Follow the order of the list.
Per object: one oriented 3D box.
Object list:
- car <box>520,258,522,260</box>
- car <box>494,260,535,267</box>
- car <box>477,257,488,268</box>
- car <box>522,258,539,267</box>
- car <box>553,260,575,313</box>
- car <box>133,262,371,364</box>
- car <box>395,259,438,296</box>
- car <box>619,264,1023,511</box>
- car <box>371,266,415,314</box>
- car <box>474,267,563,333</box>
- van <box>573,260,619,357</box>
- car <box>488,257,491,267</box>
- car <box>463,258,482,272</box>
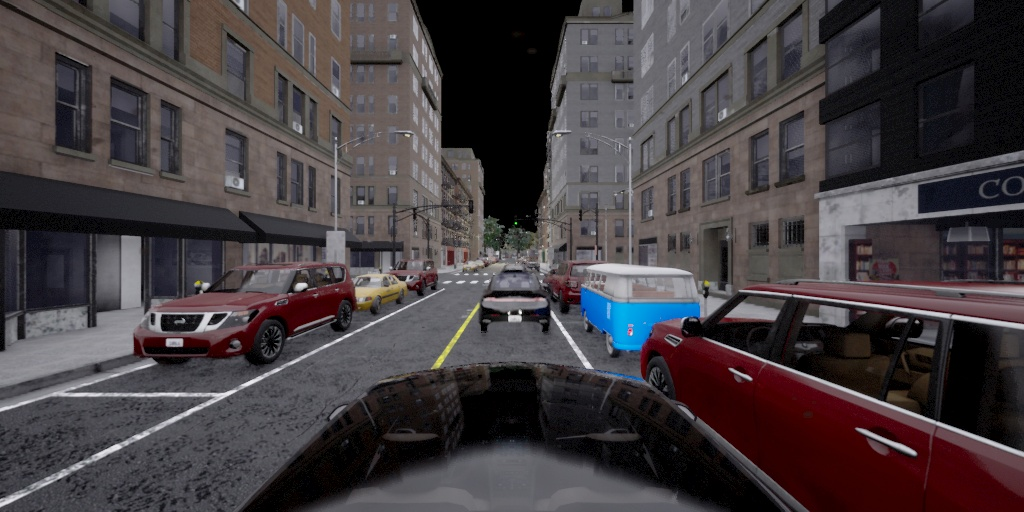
[{"bbox_3d":[2.700,1.311,57.561,2.007,1.370,4.403,0,0,0],"label":"car"},{"bbox_3d":[0.221,1.245,23.733,2.128,1.511,4.902,0,0,2],"label":"car"},{"bbox_3d":[-5.349,1.286,57.400,1.751,1.417,4.829,0,0,0],"label":"car"},{"bbox_3d":[2.688,1.308,46.597,2.007,1.370,4.403,0,0,0],"label":"car"},{"bbox_3d":[2.651,1.067,13.910,2.192,1.841,5.009,0,0,0],"label":"car"},{"bbox_3d":[-5.392,1.066,8.242,2.192,1.841,5.009,0,0,0],"label":"car"},{"bbox_3d":[-5.381,1.068,19.599,2.192,1.841,5.009,0,0,0],"label":"car"},{"bbox_3d":[2.638,1.065,2.552,2.192,1.841,5.009,0,0,0],"label":"car"},{"bbox_3d":[-5.387,1.278,13.750,1.751,1.417,4.829,0,0,0],"label":"car"},{"bbox_3d":[0.085,1.244,10.809,2.128,1.511,4.902,0,0,0],"label":"car"},{"bbox_3d":[2.644,1.092,8.231,1.690,1.789,3.998,0,0,0],"label":"van"},{"bbox_3d":[-5.341,1.077,63.052,2.192,1.841,5.009,0,0,0],"label":"car"},{"bbox_3d":[-5.366,1.283,46.436,1.751,1.417,4.829,0,0,0],"label":"car"}]
